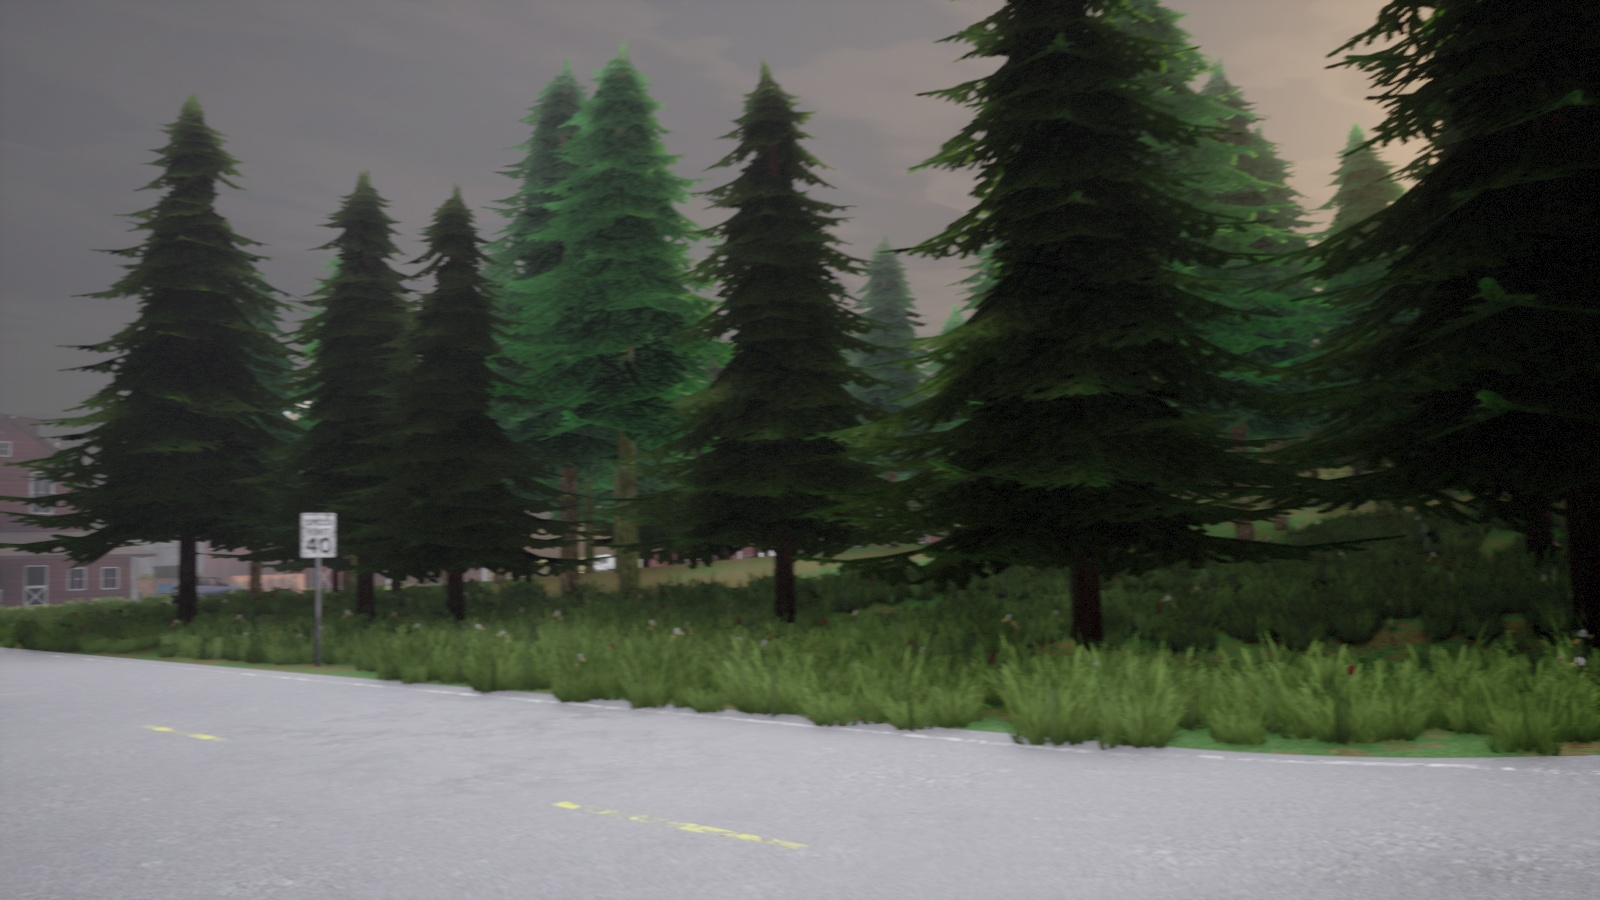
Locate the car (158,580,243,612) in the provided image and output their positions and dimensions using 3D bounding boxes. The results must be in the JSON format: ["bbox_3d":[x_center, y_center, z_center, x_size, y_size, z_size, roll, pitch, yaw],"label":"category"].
[{"bbox_3d":[-33.971,8.285,71.226,1.851,1.617,3.988,-7,-7,43],"label":"car"}]
